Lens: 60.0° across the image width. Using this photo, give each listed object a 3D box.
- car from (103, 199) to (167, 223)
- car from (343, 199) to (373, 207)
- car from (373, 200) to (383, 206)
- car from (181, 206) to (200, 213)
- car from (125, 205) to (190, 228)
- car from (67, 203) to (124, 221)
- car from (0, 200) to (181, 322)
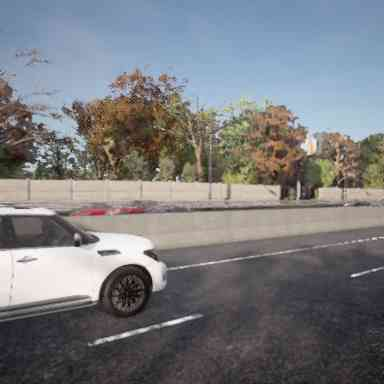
[{"bbox_3d":[-4.511,1.437,26.563,4.553,1.767,2.097,1,0,-35],"label":"car"},{"bbox_3d":[25.748,1.882,52.366,4.902,1.511,2.128,0,0,-35],"label":"car"},{"bbox_3d":[29.282,1.954,50.575,5.357,1.411,2.033,1,0,-35],"label":"car"},{"bbox_3d":[-1.593,1.580,20.047,4.892,1.490,1.837,1,0,-35],"label":"car"},{"bbox_3d":[-2.399,1.650,23.770,4.181,1.385,1.994,1,0,-35],"label":"car"},{"bbox_3d":[-8.147,1.634,28.269,4.181,1.385,1.994,1,0,-35],"label":"car"},{"bbox_3d":[-3.164,1.226,5.791,5.566,2.045,2.150,1,0,-35],"label":"car"}]
